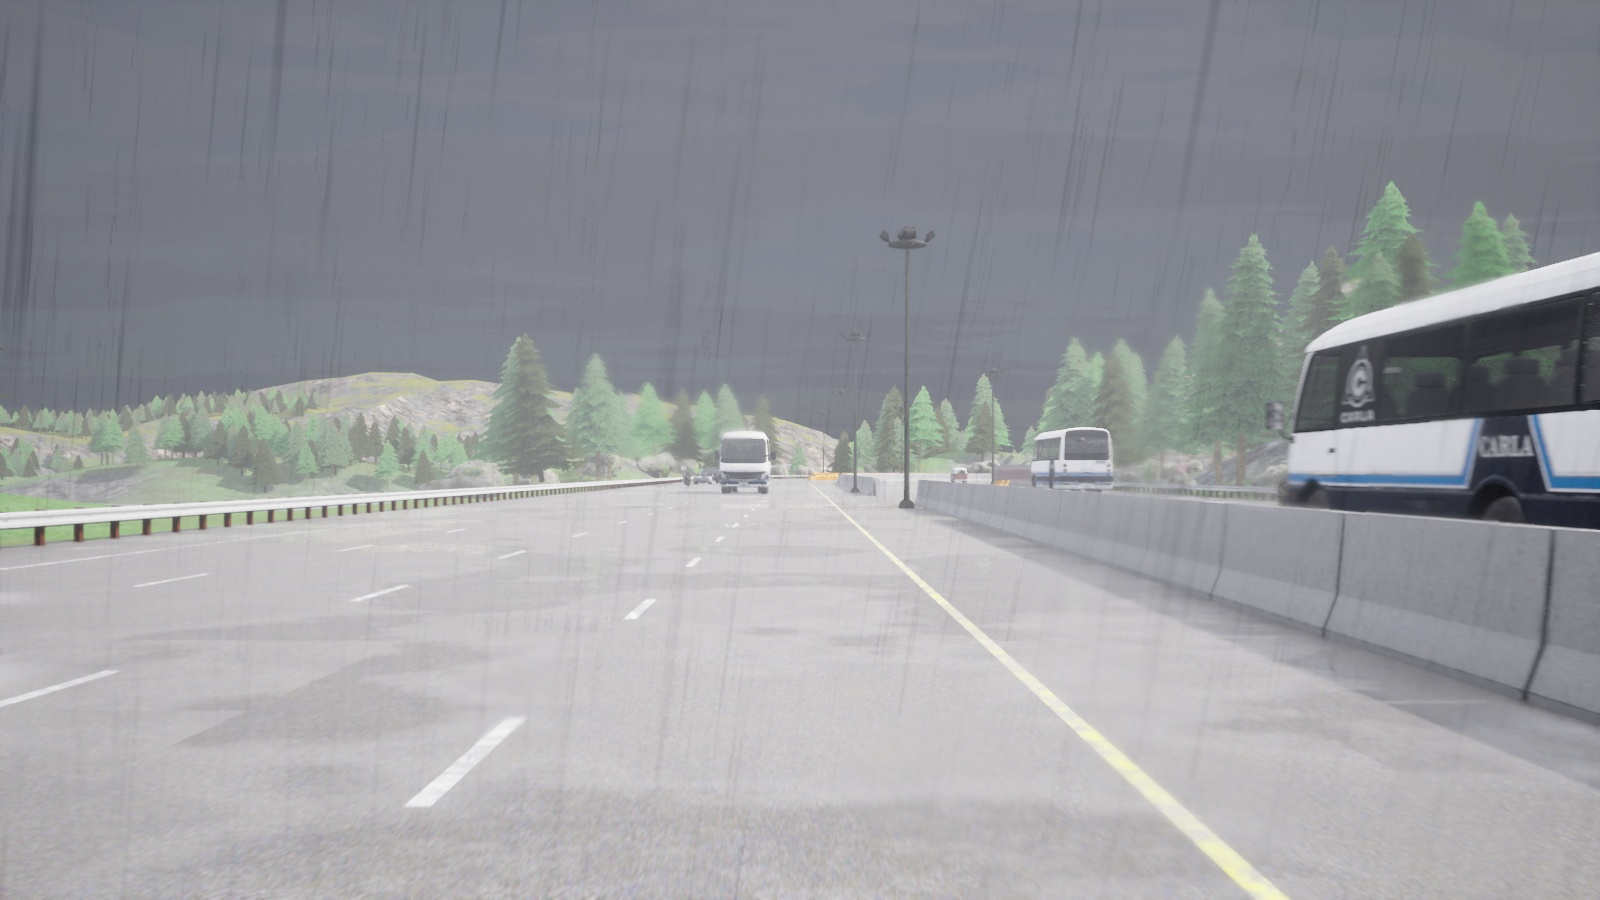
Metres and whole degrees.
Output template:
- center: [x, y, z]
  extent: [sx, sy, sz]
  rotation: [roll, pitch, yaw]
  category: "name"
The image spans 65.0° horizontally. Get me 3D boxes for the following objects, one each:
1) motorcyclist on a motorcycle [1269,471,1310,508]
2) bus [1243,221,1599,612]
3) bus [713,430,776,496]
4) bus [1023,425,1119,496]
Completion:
- center: [20.876, 1.663, 53.557]
  extent: [0.866, 1.530, 2.191]
  rotation: [0, -1, 0]
  category: "motorcyclist on a motorcycle"
- center: [10.451, -0.289, 18.782]
  extent: [3.944, 4.253, 10.273]
  rotation: [0, -1, 0]
  category: "bus"
- center: [-3.709, 0.903, 86.596]
  extent: [3.944, 4.253, 10.273]
  rotation: [0, -1, 0]
  category: "bus"
- center: [17.304, 0.729, 81.231]
  extent: [3.944, 4.253, 10.273]
  rotation: [0, -1, 0]
  category: "bus"
